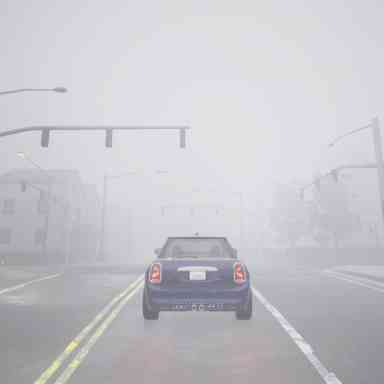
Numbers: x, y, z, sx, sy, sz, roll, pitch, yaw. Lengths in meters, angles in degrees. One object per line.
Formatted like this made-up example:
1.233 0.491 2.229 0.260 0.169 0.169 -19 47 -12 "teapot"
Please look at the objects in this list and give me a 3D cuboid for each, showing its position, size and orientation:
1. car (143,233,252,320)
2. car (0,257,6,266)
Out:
0.104 1.809 8.251 2.097 1.767 4.553 0 -7 0 "car"
-16.435 5.206 24.724 4.553 1.767 2.097 -8 -11 -1 "car"
